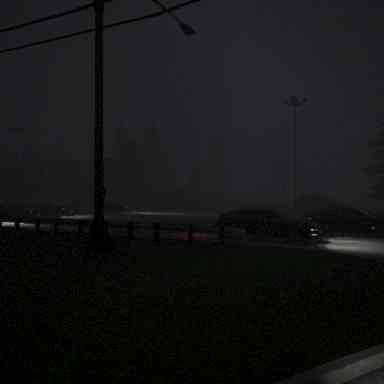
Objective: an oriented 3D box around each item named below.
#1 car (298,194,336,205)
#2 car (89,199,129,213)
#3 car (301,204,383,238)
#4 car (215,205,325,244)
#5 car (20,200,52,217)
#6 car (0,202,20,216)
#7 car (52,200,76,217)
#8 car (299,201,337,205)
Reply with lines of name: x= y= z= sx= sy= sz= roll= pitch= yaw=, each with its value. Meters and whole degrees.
car: x=16.587 y=1.223 z=43.905 sx=5.566 sy=2.045 sz=2.150 roll=0 pitch=0 yaw=-27
car: x=-9.441 y=1.492 z=37.757 sx=4.902 sy=1.511 sz=2.128 roll=0 pitch=0 yaw=26
car: x=8.333 y=1.526 z=17.393 sx=4.674 sy=1.442 sz=1.812 roll=0 pitch=0 yaw=26
car: x=3.524 y=1.503 z=15.848 sx=4.892 sy=1.490 sz=1.837 roll=1 pitch=0 yaw=26
car: x=-15.116 y=1.547 z=28.844 sx=5.357 sy=1.411 sz=2.033 roll=0 pitch=0 yaw=26
car: x=-15.521 y=1.564 z=25.147 sx=4.181 sy=1.385 sz=1.994 roll=0 pitch=0 yaw=26
car: x=-13.230 y=1.526 z=31.819 sx=4.674 sy=1.442 sz=1.812 roll=0 pitch=0 yaw=26
car: x=9.492 y=1.507 z=20.723 sx=4.892 sy=1.490 sz=1.837 roll=0 pitch=0 yaw=26
